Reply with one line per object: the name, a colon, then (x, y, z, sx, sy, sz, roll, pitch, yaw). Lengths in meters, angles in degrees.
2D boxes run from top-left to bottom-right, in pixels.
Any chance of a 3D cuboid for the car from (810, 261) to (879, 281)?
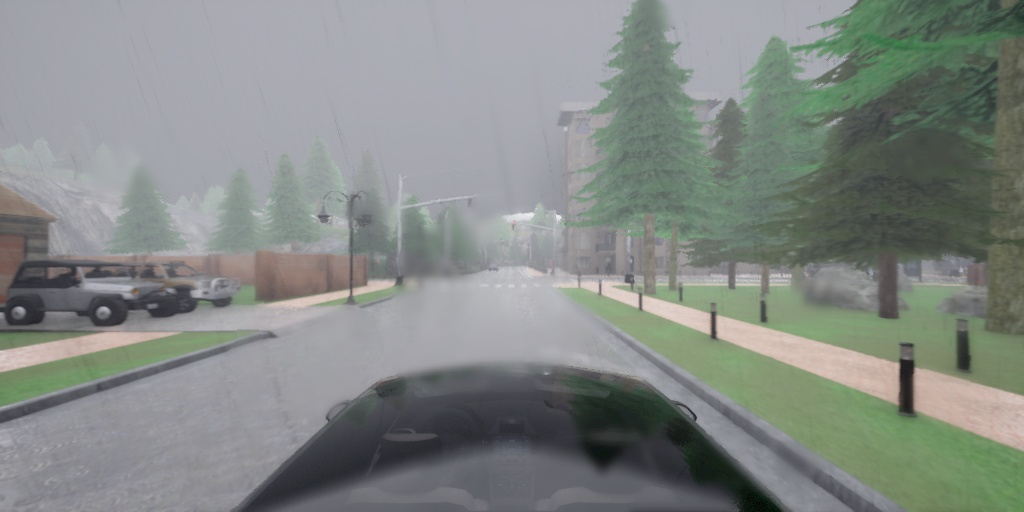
car: (31.394, 1.550, 33.796, 5.566, 2.045, 2.150, 1, -1, 1)
